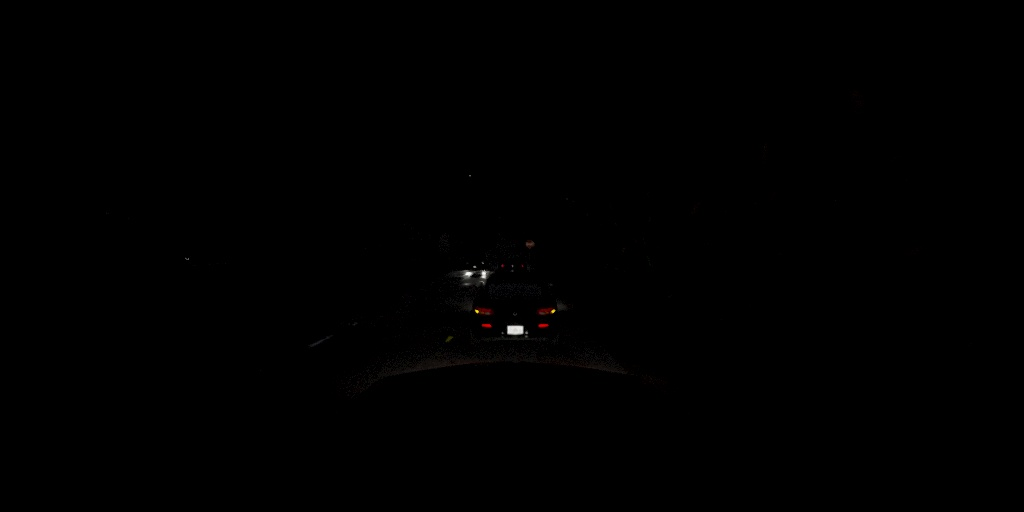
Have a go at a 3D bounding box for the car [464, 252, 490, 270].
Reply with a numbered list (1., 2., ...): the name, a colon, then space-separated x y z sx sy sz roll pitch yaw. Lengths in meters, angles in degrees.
1. car: -2.865 0.340 30.314 2.033 1.411 5.357 0 2 0

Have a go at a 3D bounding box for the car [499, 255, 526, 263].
1. car: 0.038 0.590 25.620 1.895 1.301 4.718 0 2 0

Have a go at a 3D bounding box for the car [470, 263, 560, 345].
1. car: 0.055 1.094 8.738 1.812 1.442 4.674 0 2 0
